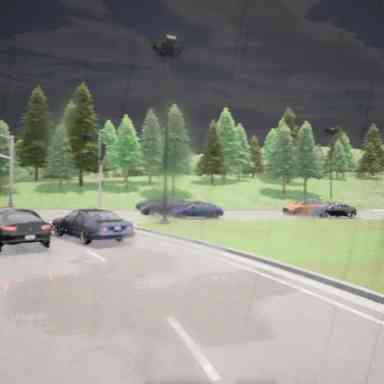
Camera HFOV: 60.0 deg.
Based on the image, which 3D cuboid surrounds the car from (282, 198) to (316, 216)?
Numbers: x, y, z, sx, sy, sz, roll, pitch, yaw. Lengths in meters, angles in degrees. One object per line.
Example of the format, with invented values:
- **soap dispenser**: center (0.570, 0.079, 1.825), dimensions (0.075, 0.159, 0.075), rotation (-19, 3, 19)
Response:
- **car**: center (11.766, 1.601, 34.932), dimensions (4.553, 1.767, 2.097), rotation (1, 0, -17)

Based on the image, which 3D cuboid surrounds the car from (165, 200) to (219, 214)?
- **car**: center (0.001, 1.578, 35.082), dimensions (5.357, 1.411, 2.033), rotation (1, 0, -17)

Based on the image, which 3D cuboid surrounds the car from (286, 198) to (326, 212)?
- **car**: center (14.785, 1.664, 43.121), dimensions (4.553, 1.767, 2.097), rotation (1, 0, -16)

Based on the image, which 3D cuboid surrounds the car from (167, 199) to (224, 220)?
- **car**: center (0.409, 1.558, 27.900), dimensions (4.674, 1.442, 1.812), rotation (1, 0, -17)

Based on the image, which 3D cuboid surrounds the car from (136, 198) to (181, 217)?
- **car**: center (-2.471, 1.333, 30.692), dimensions (4.553, 1.767, 2.097), rotation (1, 0, -17)

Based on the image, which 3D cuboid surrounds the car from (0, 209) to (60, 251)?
- **car**: center (-7.115, 1.406, 13.440), dimensions (1.812, 1.442, 4.674), rotation (2, -1, -39)

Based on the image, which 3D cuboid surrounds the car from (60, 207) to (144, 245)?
- **car**: center (-4.672, 1.474, 15.284), dimensions (2.033, 1.411, 5.357), rotation (1, 0, -42)

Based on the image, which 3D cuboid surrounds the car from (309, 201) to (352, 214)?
- **car**: center (16.679, 1.869, 40.035), dimensions (4.674, 1.442, 1.812), rotation (1, 0, -17)

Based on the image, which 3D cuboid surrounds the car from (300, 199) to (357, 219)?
- **car**: center (13.350, 1.767, 31.753), dimensions (4.902, 1.511, 2.128), rotation (1, 0, -17)
